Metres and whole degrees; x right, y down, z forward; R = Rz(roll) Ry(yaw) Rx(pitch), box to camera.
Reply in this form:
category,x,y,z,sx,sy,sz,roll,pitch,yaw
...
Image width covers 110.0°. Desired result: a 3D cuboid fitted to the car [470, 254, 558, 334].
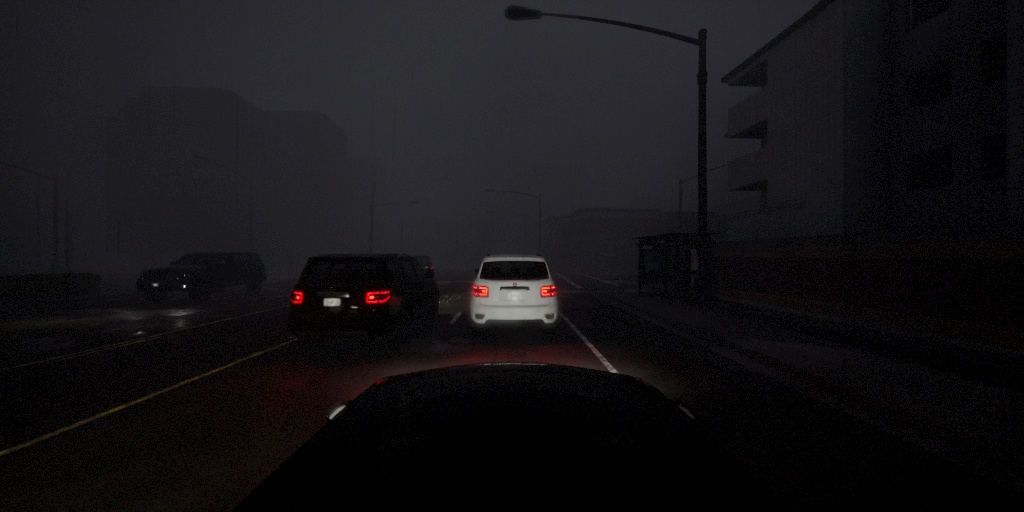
category,x,y,z,sx,sy,sz,roll,pitch,yaw
car,0.026,0.972,10.756,2.150,2.045,5.566,0,0,-1

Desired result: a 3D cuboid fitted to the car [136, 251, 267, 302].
category,x,y,z,sx,sy,sz,roll,pitch,yaw
car,-14.161,0.781,16.926,2.150,2.045,5.566,0,0,-1

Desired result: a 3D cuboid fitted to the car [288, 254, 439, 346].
category,x,y,z,sx,sy,sz,roll,pitch,yaw
car,-3.455,0.972,9.510,2.150,2.045,5.566,0,0,-1

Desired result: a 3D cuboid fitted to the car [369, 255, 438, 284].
category,x,y,z,sx,sy,sz,roll,pitch,yaw
car,-8.644,0.995,28.350,5.566,2.045,2.150,0,-1,35
